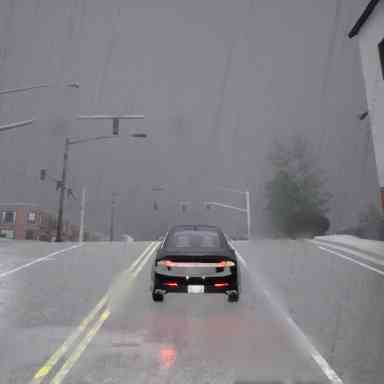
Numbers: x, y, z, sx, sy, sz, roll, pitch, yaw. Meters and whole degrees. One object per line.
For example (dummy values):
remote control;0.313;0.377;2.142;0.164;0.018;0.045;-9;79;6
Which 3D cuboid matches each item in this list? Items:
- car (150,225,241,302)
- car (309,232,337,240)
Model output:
car;0.091;1.595;8.524;2.128;1.511;4.902;0;-1;0
car;12.656;4.482;30.589;4.553;1.767;2.097;-1;-14;3
